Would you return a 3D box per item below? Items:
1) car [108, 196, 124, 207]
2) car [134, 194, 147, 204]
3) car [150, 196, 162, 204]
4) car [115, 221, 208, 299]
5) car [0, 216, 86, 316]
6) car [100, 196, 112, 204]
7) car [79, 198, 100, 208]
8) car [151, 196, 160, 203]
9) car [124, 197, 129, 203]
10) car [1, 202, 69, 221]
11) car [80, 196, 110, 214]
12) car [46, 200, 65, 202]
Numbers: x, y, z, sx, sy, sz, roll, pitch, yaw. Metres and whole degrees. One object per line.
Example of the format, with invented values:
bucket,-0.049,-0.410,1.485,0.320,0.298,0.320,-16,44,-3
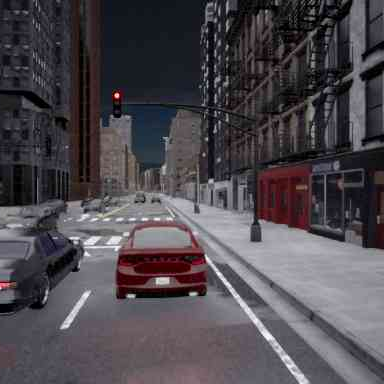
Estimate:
car,-12.339,1.545,52.348,1.837,1.490,4.892,0,0,-6
car,-10.391,1.655,65.943,1.895,1.301,4.718,0,0,-6
car,-7.034,1.558,65.163,1.837,1.490,4.892,0,0,-6
car,-0.791,1.481,8.562,1.882,1.535,5.008,0,0,-6
car,-3.898,1.550,7.696,2.033,1.411,5.357,0,0,-6
car,-17.056,1.580,66.144,1.812,1.442,4.674,0,1,-6
car,-15.350,1.588,50.011,2.033,1.411,5.357,0,0,-6
car,-8.283,1.602,75.467,2.033,1.411,5.357,0,0,-6
car,-13.942,1.639,67.565,1.895,1.301,4.718,0,0,-6
car,-8.498,1.501,17.821,2.128,1.511,4.902,0,0,-6
car,-10.549,1.532,36.234,1.837,1.490,4.892,0,0,-6
car,-13.388,1.515,32.337,2.128,1.511,4.902,0,0,-6
